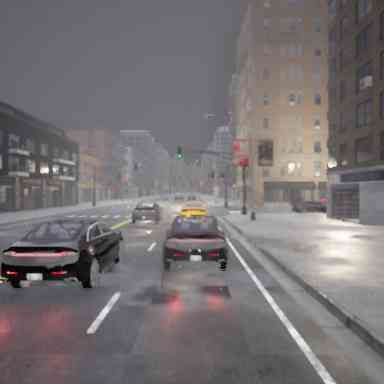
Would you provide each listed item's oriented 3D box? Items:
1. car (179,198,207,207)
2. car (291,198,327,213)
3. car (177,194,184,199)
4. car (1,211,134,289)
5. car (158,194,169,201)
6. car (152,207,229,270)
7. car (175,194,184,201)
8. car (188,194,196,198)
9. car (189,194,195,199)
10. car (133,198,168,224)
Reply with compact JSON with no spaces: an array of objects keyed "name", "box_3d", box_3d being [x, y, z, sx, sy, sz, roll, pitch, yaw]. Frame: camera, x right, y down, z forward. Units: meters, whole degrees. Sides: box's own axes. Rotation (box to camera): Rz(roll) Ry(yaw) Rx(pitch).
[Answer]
[{"name":"car","box_3d":[0.107,1.450,25.118,1.882,1.535,5.008,0,0,0]},{"name":"car","box_3d":[12.391,1.551,34.059,4.313,1.339,1.947,0,0,0]},{"name":"car","box_3d":[-3.272,1.319,94.378,1.994,1.385,4.181,0,0,0]},{"name":"car","box_3d":[-3.153,1.481,9.088,2.128,1.511,4.902,0,0,0]},{"name":"car","box_3d":[-6.518,1.296,76.308,2.097,1.767,4.553,0,0,0]},{"name":"car","box_3d":[0.099,1.479,10.961,2.128,1.511,4.902,0,0,0]},{"name":"car","box_3d":[-3.270,1.285,84.311,2.097,1.767,4.553,0,0,0]},{"name":"car","box_3d":[-0.020,1.286,84.345,2.097,1.767,4.553,0,0,0]},{"name":"car","box_3d":[-0.022,1.245,94.378,1.882,1.535,5.008,0,0,0]},{"name":"car","box_3d":[-3.154,1.465,24.176,2.128,1.511,4.902,0,0,0]}]
